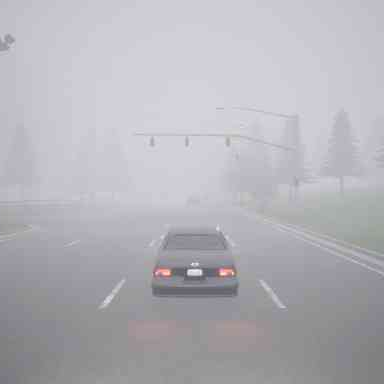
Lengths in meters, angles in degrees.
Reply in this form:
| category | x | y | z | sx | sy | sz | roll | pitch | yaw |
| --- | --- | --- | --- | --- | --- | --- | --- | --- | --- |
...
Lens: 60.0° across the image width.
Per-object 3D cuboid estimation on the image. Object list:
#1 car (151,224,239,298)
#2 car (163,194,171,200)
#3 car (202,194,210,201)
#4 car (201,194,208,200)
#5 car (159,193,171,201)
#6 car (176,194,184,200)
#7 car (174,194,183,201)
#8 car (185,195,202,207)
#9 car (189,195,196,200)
| category | x | y | z | sx | sy | sz | roll | pitch | yaw |
| --- | --- | --- | --- | --- | --- | --- | --- | --- | --- |
| car | 0.074 | 1.547 | 8.714 | 2.033 | 1.411 | 5.357 | 0 | 0 | 0 |
| car | -6.914 | 1.385 | 93.823 | 1.994 | 1.385 | 4.181 | 0 | 0 | 0 |
| car | 3.576 | 1.492 | 83.393 | 1.837 | 1.490 | 4.892 | 0 | 0 | 0 |
| car | 3.586 | 1.310 | 93.813 | 1.882 | 1.535 | 5.008 | 0 | 0 | 0 |
| car | -6.924 | 1.217 | 83.433 | 2.150 | 2.045 | 5.566 | 0 | 0 | 0 |
| car | -3.414 | 1.357 | 93.820 | 2.128 | 1.511 | 4.902 | 0 | 0 | 0 |
| car | -3.423 | 1.517 | 83.816 | 1.812 | 1.442 | 4.674 | 0 | 0 | 0 |
| car | 0.046 | 1.352 | 52.754 | 2.097 | 1.767 | 4.553 | 0 | 0 | 0 |
| car | 0.086 | 1.540 | 94.230 | 2.033 | 1.411 | 5.357 | 0 | 0 | 0 |
